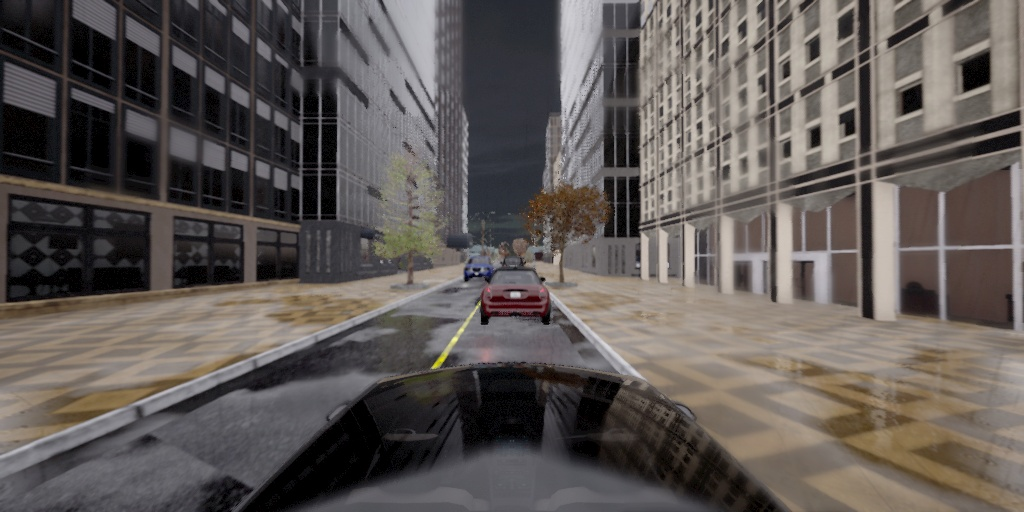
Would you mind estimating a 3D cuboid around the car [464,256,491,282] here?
[{"bbox_3d":[-2.753,1.041,30.649,2.150,2.045,5.566,0,0,0],"label":"car"}]

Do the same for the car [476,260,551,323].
[{"bbox_3d":[0.100,1.130,12.335,2.097,1.767,4.553,0,0,0],"label":"car"}]

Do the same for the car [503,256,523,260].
[{"bbox_3d":[0.100,1.054,31.801,2.150,2.045,5.566,0,0,0],"label":"car"}]
